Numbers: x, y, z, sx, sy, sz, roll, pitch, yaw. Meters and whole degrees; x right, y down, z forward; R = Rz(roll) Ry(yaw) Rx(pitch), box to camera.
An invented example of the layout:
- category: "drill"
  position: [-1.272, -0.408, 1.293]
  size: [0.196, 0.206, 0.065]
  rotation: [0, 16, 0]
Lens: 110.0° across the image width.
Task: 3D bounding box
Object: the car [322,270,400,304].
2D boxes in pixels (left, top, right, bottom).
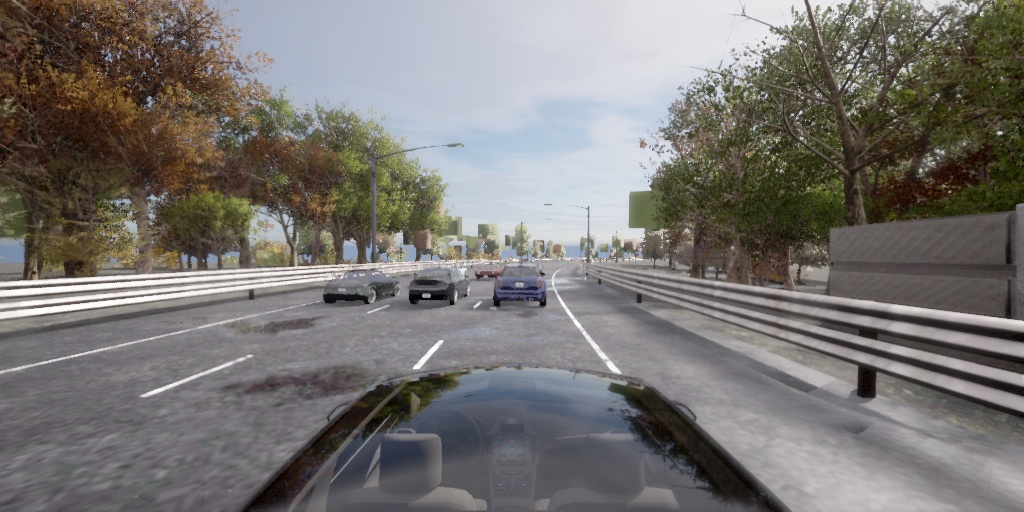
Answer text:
- category: "car"
  position: [-6.577, 1.302, 16.122]
  size: [1.994, 1.385, 4.181]
  rotation: [0, 0, 3]

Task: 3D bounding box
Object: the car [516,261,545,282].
- category: "car"
  position: [1.671, 1.231, 30.153]
  size: [2.128, 1.511, 4.902]
  rotation: [0, 0, 7]

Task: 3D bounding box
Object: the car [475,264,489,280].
- category: "car"
  position: [-1.802, 1.341, 30.590]
  size: [1.895, 1.301, 4.718]
  rotation: [0, 0, 7]

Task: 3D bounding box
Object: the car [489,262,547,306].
- category: "car"
  position: [0.410, 1.108, 15.689]
  size: [2.097, 1.767, 4.553]
  rotation: [0, 0, 3]

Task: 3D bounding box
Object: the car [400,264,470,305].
- category: "car"
  position: [-3.083, 1.252, 15.921]
  size: [1.837, 1.490, 4.892]
  rotation: [0, 0, 3]

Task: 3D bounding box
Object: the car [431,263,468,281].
- category: "car"
  position: [-5.279, 1.330, 30.996]
  size: [1.895, 1.301, 4.718]
  rotation: [0, 0, 7]
